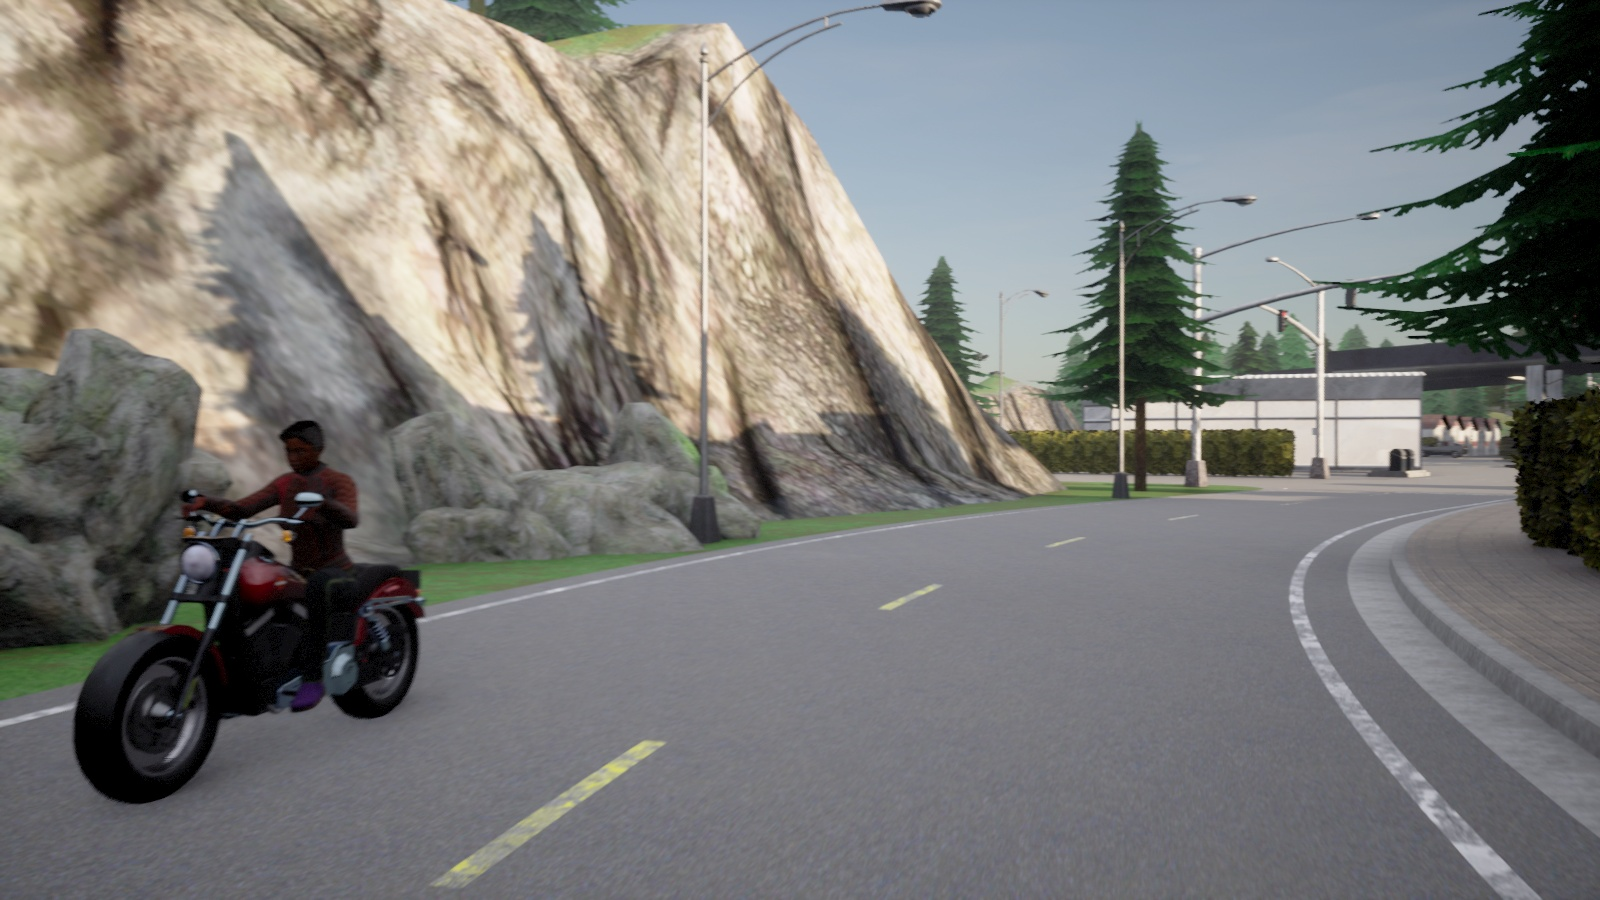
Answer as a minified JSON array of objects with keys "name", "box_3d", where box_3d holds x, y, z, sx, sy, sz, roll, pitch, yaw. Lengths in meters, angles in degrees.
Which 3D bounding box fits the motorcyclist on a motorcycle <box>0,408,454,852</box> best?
[{"name":"motorcyclist on a motorcycle","box_3d":[-2.571,0.657,5.890,0.766,1.649,2.350,0,1,14]}]
